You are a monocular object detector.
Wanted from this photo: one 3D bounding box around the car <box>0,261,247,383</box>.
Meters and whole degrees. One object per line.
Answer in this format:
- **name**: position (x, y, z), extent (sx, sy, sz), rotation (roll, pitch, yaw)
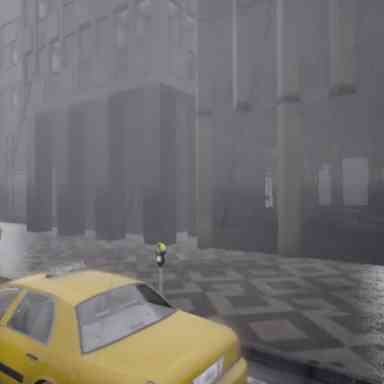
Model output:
- **car**: position (-1.733, 1.560, 4.195), extent (4.829, 1.417, 1.752), rotation (-1, 0, 35)
